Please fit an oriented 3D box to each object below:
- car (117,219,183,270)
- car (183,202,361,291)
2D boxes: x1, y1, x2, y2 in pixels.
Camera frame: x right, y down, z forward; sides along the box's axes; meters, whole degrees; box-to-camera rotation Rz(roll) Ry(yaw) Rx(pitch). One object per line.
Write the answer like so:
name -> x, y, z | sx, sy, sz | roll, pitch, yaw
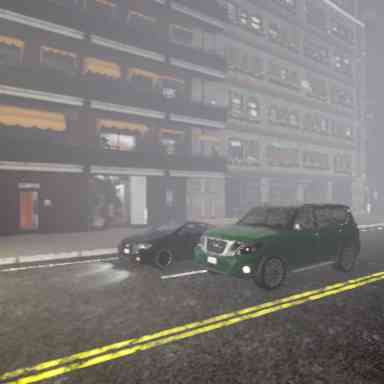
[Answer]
car -> -0.397, 1.661, 11.450 | 4.181, 1.385, 1.994 | 1, -1, -36
car -> 2.719, 1.334, 9.692 | 5.566, 2.045, 2.150 | 1, -1, -36
